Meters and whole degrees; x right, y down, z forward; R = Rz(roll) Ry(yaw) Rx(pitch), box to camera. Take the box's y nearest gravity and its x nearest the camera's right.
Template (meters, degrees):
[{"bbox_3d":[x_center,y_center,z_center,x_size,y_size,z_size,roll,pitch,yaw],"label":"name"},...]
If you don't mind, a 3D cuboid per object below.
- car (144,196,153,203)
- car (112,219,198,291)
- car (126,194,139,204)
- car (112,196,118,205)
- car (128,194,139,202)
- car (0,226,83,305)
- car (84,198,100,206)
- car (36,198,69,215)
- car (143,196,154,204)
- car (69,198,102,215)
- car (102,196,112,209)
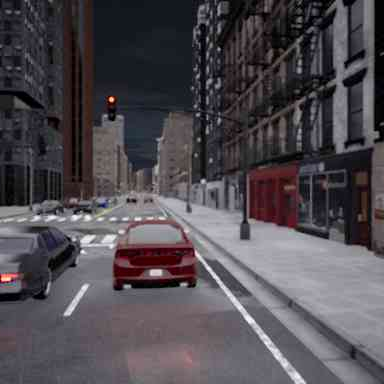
[{"bbox_3d":[-9.997,1.613,75.899,2.033,1.411,5.357,0,0,-8],"label":"car"},{"bbox_3d":[-1.031,1.482,9.176,1.882,1.535,5.008,0,0,-7],"label":"car"},{"bbox_3d":[-11.837,1.541,65.147,1.882,1.535,5.008,0,0,-8],"label":"car"},{"bbox_3d":[-14.386,1.551,59.423,2.128,1.511,4.902,0,0,-7],"label":"car"},{"bbox_3d":[-13.216,1.261,75.445,2.097,1.767,4.553,0,0,-8],"label":"car"},{"bbox_3d":[-4.119,1.552,8.241,2.033,1.411,5.357,0,0,-8],"label":"car"},{"bbox_3d":[-17.512,1.660,58.230,1.895,1.301,4.718,0,0,-7],"label":"car"},{"bbox_3d":[-14.317,1.537,33.968,1.837,1.490,4.892,0,0,-8],"label":"car"},{"bbox_3d":[-8.522,1.568,65.625,1.837,1.490,4.892,0,0,-8],"label":"car"},{"bbox_3d":[-11.228,1.580,35.368,2.033,1.411,5.357,0,0,-8],"label":"car"},{"bbox_3d":[-12.597,1.522,45.730,1.882,1.535,5.008,0,0,-8],"label":"car"}]
